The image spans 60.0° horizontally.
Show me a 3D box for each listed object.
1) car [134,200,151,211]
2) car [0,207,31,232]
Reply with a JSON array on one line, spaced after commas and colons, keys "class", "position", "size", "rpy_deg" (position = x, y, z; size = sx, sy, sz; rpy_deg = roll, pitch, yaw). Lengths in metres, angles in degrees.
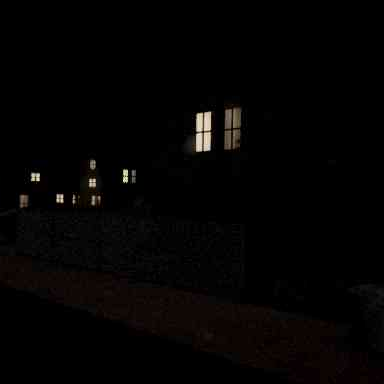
[{"class": "car", "position": [-3.338, 1.754, 33.115], "size": [2.150, 2.045, 5.566], "rpy_deg": [2, 0, 36]}, {"class": "car", "position": [-11.460, 1.762, 22.065], "size": [1.812, 1.442, 4.674], "rpy_deg": [2, 0, 36]}]
